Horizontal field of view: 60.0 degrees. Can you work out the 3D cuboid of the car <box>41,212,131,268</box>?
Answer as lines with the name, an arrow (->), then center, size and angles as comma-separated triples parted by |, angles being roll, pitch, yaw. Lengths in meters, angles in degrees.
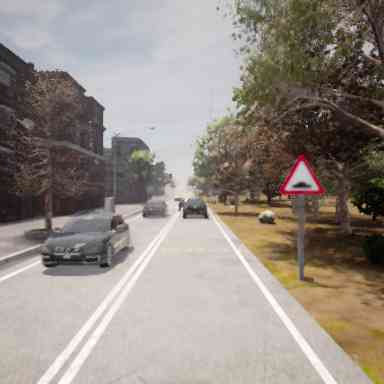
car -> -3.304, 1.476, 11.244 | 1.837, 1.490, 4.892 | 0, 0, 0

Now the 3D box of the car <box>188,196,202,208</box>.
car -> 0.386, 1.335, 46.632 | 1.837, 1.490, 4.892 | 0, 1, 1

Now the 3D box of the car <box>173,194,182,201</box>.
car -> -2.906, 1.139, 70.336 | 1.882, 1.535, 5.008 | 0, 0, 0

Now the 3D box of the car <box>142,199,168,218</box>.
car -> -3.126, 1.422, 29.028 | 1.837, 1.490, 4.892 | 0, 0, 1

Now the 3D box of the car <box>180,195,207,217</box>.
car -> 0.283, 1.264, 30.027 | 2.097, 1.767, 4.553 | 0, 0, 0
